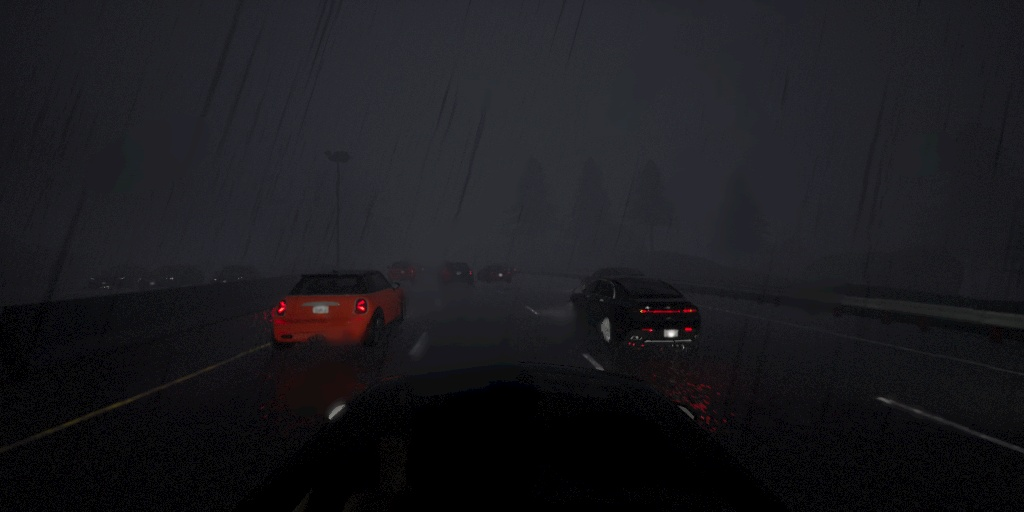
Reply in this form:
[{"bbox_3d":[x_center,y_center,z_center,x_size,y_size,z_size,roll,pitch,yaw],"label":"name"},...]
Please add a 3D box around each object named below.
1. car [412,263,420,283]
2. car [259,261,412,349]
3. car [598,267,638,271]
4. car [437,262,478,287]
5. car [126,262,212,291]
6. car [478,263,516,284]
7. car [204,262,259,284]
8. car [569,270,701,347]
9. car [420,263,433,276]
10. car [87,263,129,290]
[{"bbox_3d":[-8.930,1.214,28.845,2.097,1.767,4.553,0,0,-20],"label":"car"},{"bbox_3d":[-4.179,1.137,9.502,2.097,1.767,4.553,0,0,-6],"label":"car"},{"bbox_3d":[5.091,1.303,17.963,1.837,1.490,4.892,0,0,-11],"label":"car"},{"bbox_3d":[-4.116,1.193,25.559,2.097,1.767,4.553,0,0,-18],"label":"car"},{"bbox_3d":[-21.915,1.357,23.254,2.128,1.511,4.902,0,0,-21],"label":"car"},{"bbox_3d":[-1.519,1.413,28.866,1.994,1.385,4.181,0,0,-19],"label":"car"},{"bbox_3d":[-18.651,1.369,24.465,1.837,1.490,4.892,0,0,-21],"label":"car"},{"bbox_3d":[2.876,1.277,9.450,1.837,1.490,4.892,0,0,-6],"label":"car"},{"bbox_3d":[-10.187,1.468,39.804,1.994,1.385,4.181,0,0,-28],"label":"car"},{"bbox_3d":[-26.004,1.402,24.177,1.812,1.442,4.674,0,0,-23],"label":"car"}]
